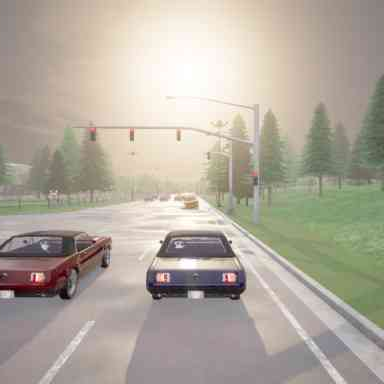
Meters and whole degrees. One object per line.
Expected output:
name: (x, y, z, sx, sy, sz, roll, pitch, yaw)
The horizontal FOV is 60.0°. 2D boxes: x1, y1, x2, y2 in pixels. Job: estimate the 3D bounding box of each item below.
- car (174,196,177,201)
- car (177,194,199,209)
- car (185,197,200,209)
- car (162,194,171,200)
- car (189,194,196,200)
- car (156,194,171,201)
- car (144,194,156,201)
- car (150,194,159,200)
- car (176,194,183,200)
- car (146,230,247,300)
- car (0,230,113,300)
car: (-3.343, 1.545, 81.047, 1.994, 1.385, 4.181, 0, 0, 0)
car: (-0.366, 1.054, 46.619, 1.882, 1.535, 5.008, -10, 17, -8)
car: (0.096, 1.592, 50.001, 2.033, 1.411, 5.357, 0, 2, 0)
car: (-6.824, 1.372, 91.058, 2.033, 1.411, 5.357, 0, 0, 0)
car: (0.176, 1.372, 91.044, 2.033, 1.411, 5.357, 0, 0, 0)
car: (-6.844, 1.531, 80.638, 2.033, 1.411, 5.357, 0, 0, 0)
car: (-10.344, 1.531, 80.644, 2.033, 1.411, 5.357, 0, 0, 0)
car: (-10.324, 1.332, 91.064, 1.837, 1.490, 4.892, 0, 0, 0)
car: (-3.324, 1.357, 91.051, 1.812, 1.442, 4.674, 0, 0, 0)
car: (0.095, 1.601, 8.336, 1.895, 1.301, 4.718, 0, 0, 0)
car: (-3.405, 1.601, 8.360, 1.895, 1.301, 4.718, 0, 0, 0)
